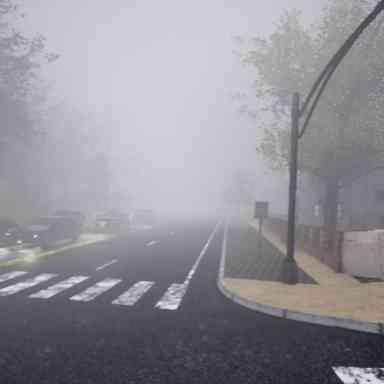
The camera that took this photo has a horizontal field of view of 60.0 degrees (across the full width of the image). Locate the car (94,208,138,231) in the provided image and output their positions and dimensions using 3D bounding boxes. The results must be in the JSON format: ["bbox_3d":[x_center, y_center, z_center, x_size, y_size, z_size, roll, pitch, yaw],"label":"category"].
[{"bbox_3d":[-6.468,2.341,27.519,2.128,1.511,4.902,3,-2,6],"label":"car"}]

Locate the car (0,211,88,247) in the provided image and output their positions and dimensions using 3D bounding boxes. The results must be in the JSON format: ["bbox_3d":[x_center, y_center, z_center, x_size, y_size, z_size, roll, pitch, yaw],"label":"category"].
[{"bbox_3d":[-7.557,1.992,17.813,2.033,1.411,5.357,3,-2,6],"label":"car"}]

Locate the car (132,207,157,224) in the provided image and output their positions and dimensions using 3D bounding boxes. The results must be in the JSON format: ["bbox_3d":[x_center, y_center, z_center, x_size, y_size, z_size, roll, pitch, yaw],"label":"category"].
[{"bbox_3d":[-5.358,2.614,37.355,2.097,1.767,4.553,3,-2,7],"label":"car"}]

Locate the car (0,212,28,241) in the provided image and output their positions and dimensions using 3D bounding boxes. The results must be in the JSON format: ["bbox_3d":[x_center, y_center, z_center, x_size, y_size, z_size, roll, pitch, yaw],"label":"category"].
[{"bbox_3d":[-10.859,1.824,17.490,1.994,1.385,4.181,3,-2,6],"label":"car"}]

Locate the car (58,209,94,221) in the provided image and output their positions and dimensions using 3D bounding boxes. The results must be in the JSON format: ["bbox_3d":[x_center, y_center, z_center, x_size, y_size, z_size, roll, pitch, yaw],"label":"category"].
[{"bbox_3d":[-9.868,2.134,26.338,1.837,1.490,4.892,3,-2,7],"label":"car"}]

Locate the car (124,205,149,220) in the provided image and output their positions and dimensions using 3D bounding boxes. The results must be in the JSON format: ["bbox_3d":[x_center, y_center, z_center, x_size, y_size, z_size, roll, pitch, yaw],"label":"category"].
[{"bbox_3d":[-7.604,2.818,46.205,2.097,1.767,4.553,3,-2,7],"label":"car"}]
